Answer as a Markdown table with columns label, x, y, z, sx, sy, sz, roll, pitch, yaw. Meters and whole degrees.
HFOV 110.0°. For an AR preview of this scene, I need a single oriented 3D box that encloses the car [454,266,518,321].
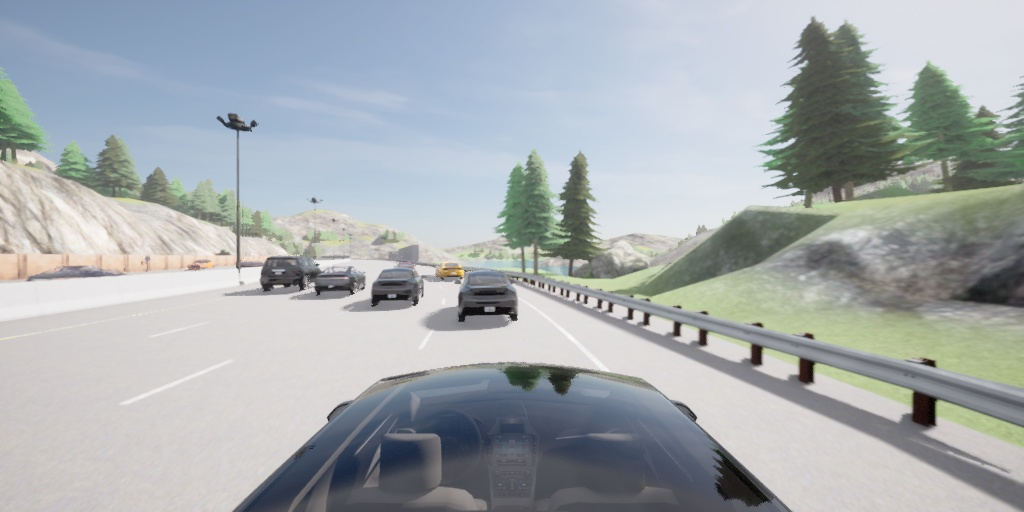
| label | x | y | z | sx | sy | sz | roll | pitch | yaw |
| --- | --- | --- | --- | --- | --- | --- | --- | --- | --- |
| car | -0.925 | 1.262 | 12.527 | 1.837 | 1.490 | 4.892 | 0 | 0 | -7 |

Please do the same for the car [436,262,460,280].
| label | x | y | z | sx | sy | sz | roll | pitch | yaw |
| --- | --- | --- | --- | --- | --- | --- | --- | --- | --- |
| car | -5.567 | 1.262 | 31.674 | 1.882 | 1.535 | 5.008 | 0 | 0 | -18 |

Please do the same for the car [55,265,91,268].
| label | x | y | z | sx | sy | sz | roll | pitch | yaw |
| --- | --- | --- | --- | --- | --- | --- | --- | --- | --- |
| car | -28.723 | 1.383 | 23.460 | 2.128 | 1.511 | 4.902 | 0 | 0 | -19 |

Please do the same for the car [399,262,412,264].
| label | x | y | z | sx | sy | sz | roll | pitch | yaw |
| --- | --- | --- | --- | --- | --- | --- | --- | --- | --- |
| car | -10.210 | 1.333 | 34.258 | 1.812 | 1.442 | 4.674 | 0 | 0 | -20 |

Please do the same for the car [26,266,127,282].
| label | x | y | z | sx | sy | sz | roll | pitch | yaw |
| --- | --- | --- | --- | --- | --- | --- | --- | --- | --- |
| car | -24.079 | 1.470 | 20.514 | 1.895 | 1.301 | 4.718 | 0 | 0 | -17 |

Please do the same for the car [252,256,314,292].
| label | x | y | z | sx | sy | sz | roll | pitch | yaw |
| --- | --- | --- | --- | --- | --- | --- | --- | --- | --- |
| car | -13.495 | 1.041 | 22.208 | 2.150 | 2.045 | 5.566 | 0 | 0 | -15 |

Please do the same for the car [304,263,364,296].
| label | x | y | z | sx | sy | sz | roll | pitch | yaw |
| --- | --- | --- | --- | --- | --- | --- | --- | --- | --- |
| car | -9.326 | 1.291 | 19.778 | 2.128 | 1.511 | 4.902 | 0 | 0 | -13 |

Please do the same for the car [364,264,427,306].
| label | x | y | z | sx | sy | sz | roll | pitch | yaw |
| --- | --- | --- | --- | --- | --- | --- | --- | --- | --- |
| car | -5.002 | 1.283 | 16.075 | 1.837 | 1.490 | 4.892 | 0 | 0 | -10 |
